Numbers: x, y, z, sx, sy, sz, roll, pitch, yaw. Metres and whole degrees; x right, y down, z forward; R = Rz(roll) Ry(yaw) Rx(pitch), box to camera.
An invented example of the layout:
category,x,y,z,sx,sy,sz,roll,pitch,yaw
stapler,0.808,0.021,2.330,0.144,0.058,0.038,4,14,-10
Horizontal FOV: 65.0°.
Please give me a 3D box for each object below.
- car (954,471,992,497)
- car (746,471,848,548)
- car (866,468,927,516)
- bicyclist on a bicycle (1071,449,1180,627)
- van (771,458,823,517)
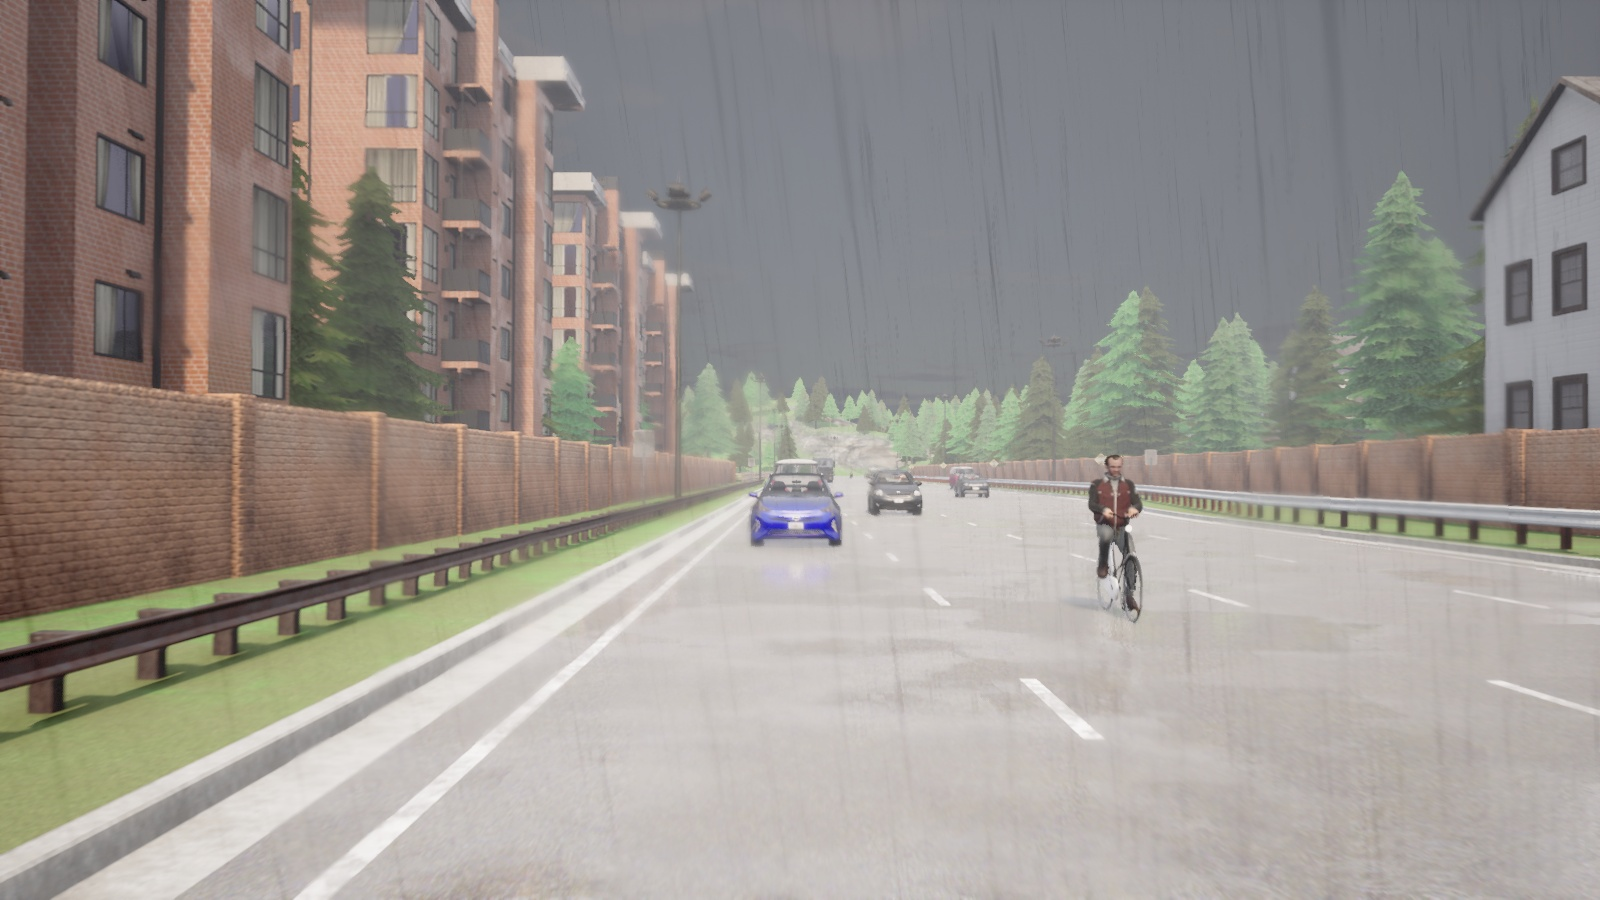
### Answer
category,x,y,z,sx,sy,sz,roll,pitch,yaw
car,10.318,2.010,75.128,1.789,1.549,3.705,0,-1,0
car,-0.066,1.216,27.154,2.007,1.525,4.514,0,-1,0
car,3.391,1.446,44.641,1.851,1.617,3.988,0,-1,0
bicyclist on a bicycle,3.459,0.897,13.506,0.659,1.776,1.843,0,-1,0
van,-0.110,1.319,44.908,1.775,1.987,4.442,0,-1,0
